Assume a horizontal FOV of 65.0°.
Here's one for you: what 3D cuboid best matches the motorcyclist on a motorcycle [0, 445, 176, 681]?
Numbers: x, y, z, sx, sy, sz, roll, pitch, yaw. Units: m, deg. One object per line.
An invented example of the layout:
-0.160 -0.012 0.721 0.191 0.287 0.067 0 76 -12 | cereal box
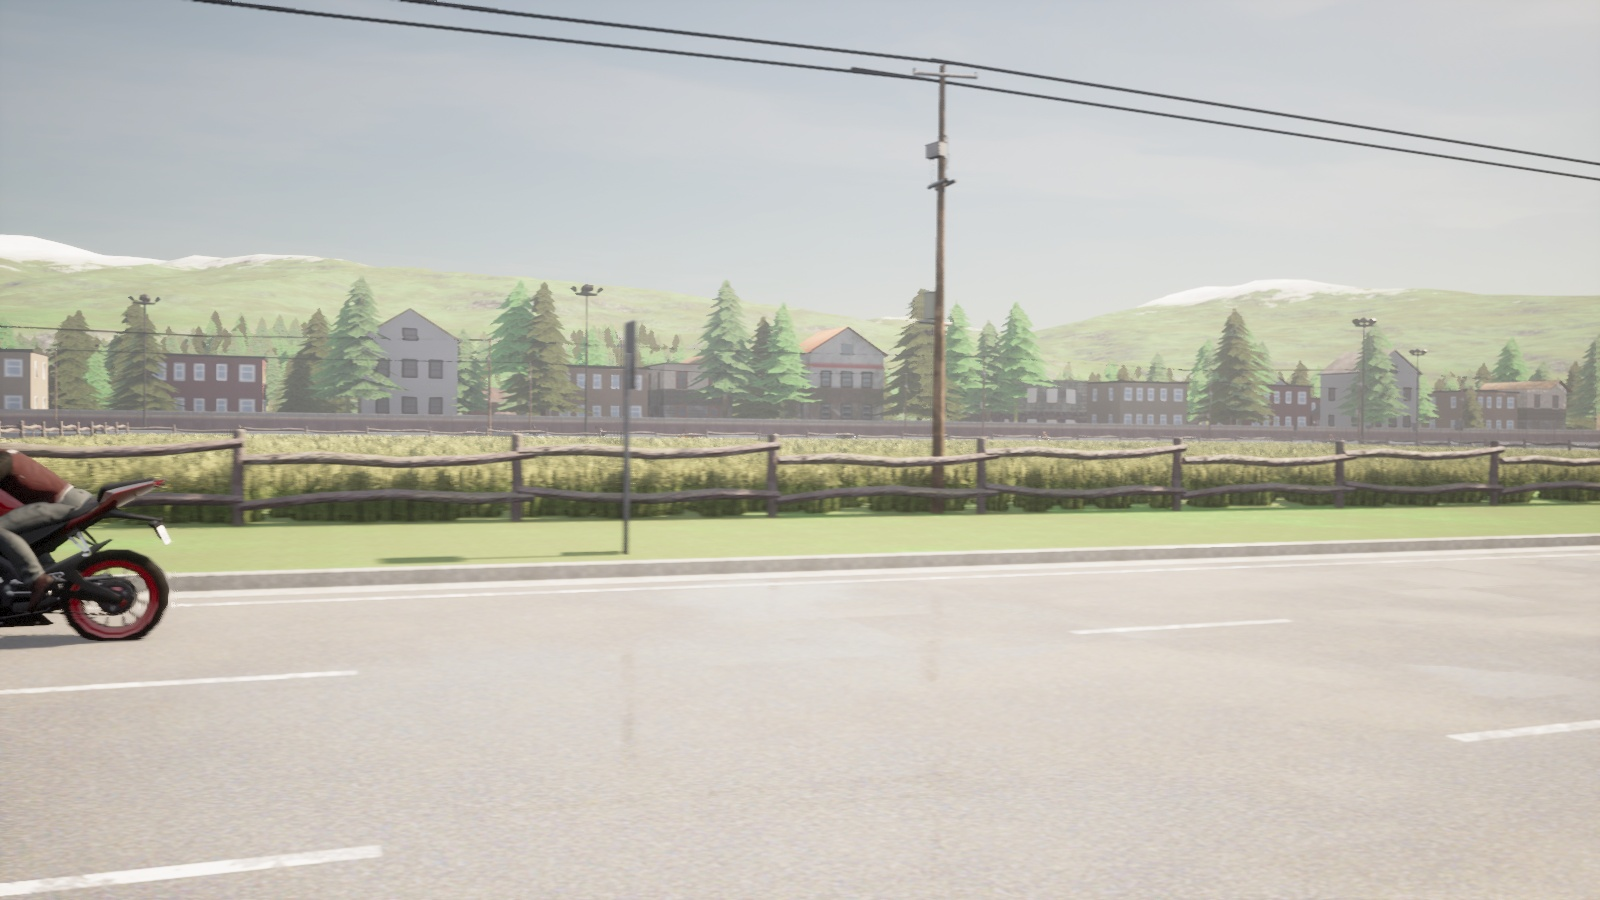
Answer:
-5.562 0.754 8.615 2.191 1.530 0.866 -1 1 -21 | motorcyclist on a motorcycle
